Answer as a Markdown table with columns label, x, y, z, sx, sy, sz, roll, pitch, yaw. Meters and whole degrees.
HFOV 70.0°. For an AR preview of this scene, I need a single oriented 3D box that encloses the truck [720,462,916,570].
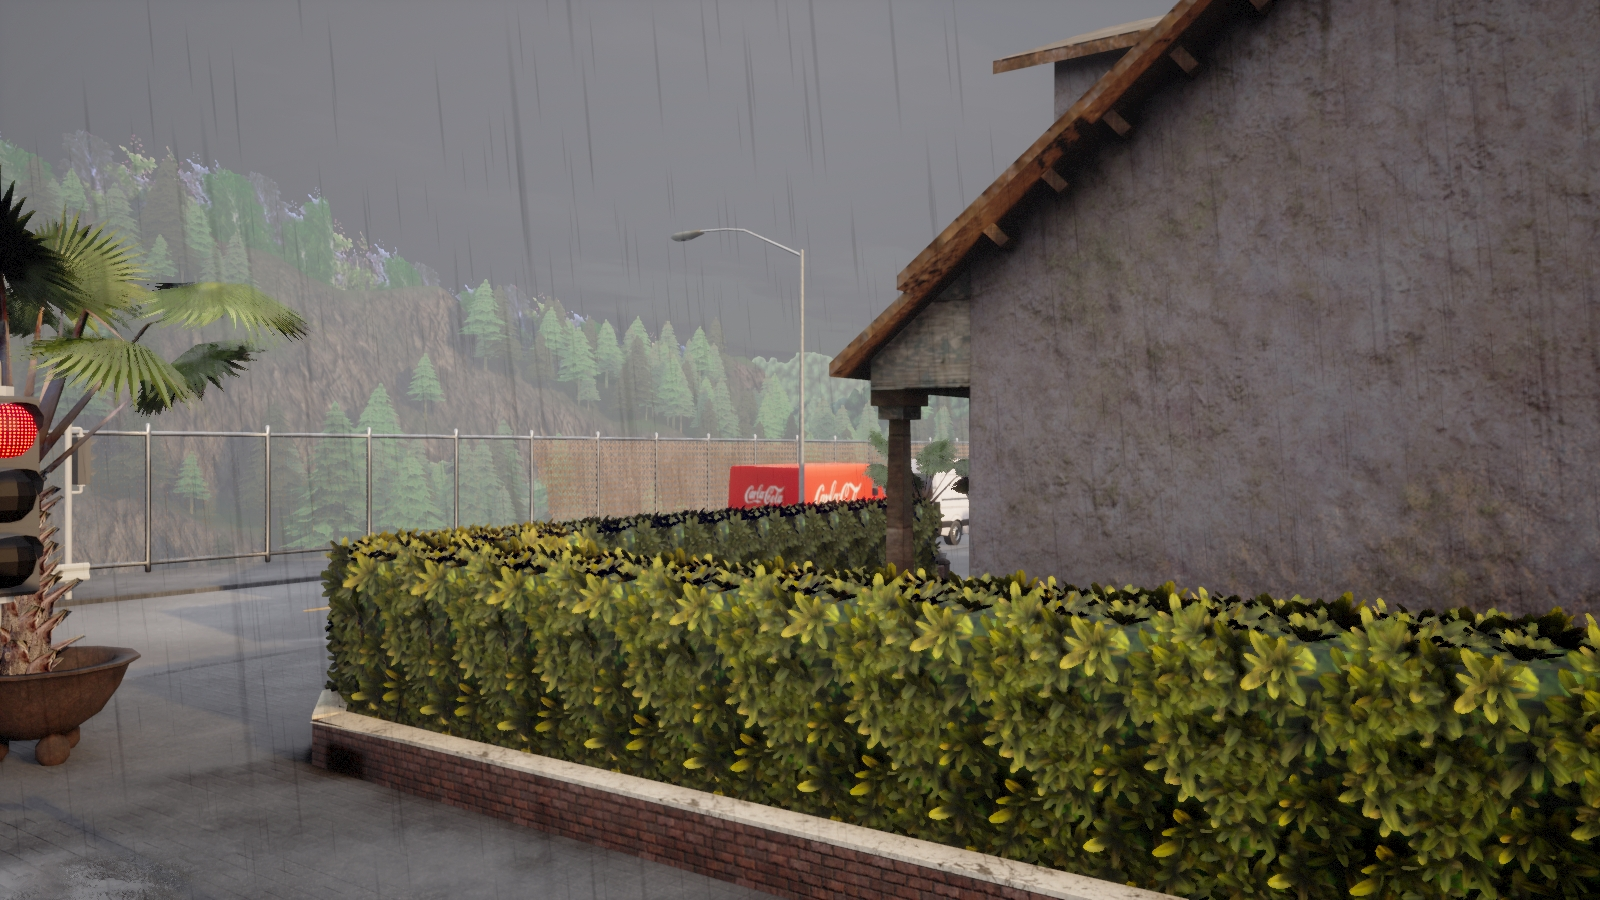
| label | x | y | z | sx | sy | sz | roll | pitch | yaw |
| --- | --- | --- | --- | --- | --- | --- | --- | --- | --- |
| truck | 0.584 | 1.568 | 29.600 | 2.627 | 2.467 | 5.204 | 0 | 0 | 35 |
